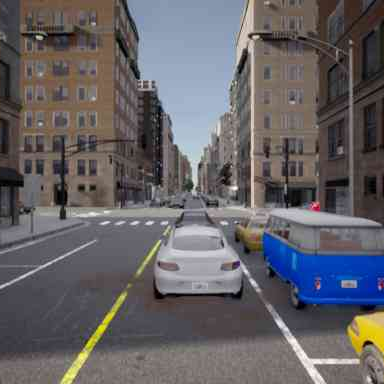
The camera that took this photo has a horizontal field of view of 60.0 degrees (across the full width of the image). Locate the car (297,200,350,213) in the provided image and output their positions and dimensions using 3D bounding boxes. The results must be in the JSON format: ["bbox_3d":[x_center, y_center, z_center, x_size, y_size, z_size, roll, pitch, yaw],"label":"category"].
[{"bbox_3d":[15.297,1.696,38.866,5.357,1.411,2.033,0,-1,0],"label":"car"}]

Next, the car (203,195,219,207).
[{"bbox_3d":[3.117,1.549,50.875,1.947,1.339,4.313,1,0,1],"label":"car"}]

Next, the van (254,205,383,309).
[{"bbox_3d":[2.696,1.339,7.539,1.690,1.788,3.998,1,0,0],"label":"van"}]

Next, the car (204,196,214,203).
[{"bbox_3d":[3.370,1.519,67.465,1.887,1.381,4.507,1,0,1],"label":"car"}]

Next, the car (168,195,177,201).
[{"bbox_3d":[-4.903,1.491,84.004,1.752,1.417,4.829,1,0,1],"label":"car"}]

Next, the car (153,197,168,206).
[{"bbox_3d":[-5.324,1.547,56.530,1.947,1.339,4.313,1,0,1],"label":"car"}]

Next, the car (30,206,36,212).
[{"bbox_3d":[-17.878,1.356,32.469,4.892,1.490,1.837,0,-1,0],"label":"car"}]

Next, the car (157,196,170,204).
[{"bbox_3d":[-5.239,1.529,62.059,2.008,1.369,4.403,1,0,1],"label":"car"}]

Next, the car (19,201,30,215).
[{"bbox_3d":[-17.213,1.351,29.220,4.674,1.442,1.812,0,-1,2],"label":"car"}]

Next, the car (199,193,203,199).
[{"bbox_3d":[3.708,1.511,89.586,2.008,1.369,4.403,1,0,1],"label":"car"}]

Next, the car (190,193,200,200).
[{"bbox_3d":[1.068,1.484,91.925,1.812,1.442,4.674,0,0,1],"label":"car"}]

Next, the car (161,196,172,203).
[{"bbox_3d":[-5.154,1.520,67.587,1.887,1.381,4.507,1,0,1],"label":"car"}]

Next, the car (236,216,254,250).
[{"bbox_3d":[2.709,1.522,13.382,1.752,1.417,4.829,1,0,0],"label":"car"}]

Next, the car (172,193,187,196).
[{"bbox_3d":[-2.534,1.473,58.026,2.128,1.511,4.902,0,0,1],"label":"car"}]

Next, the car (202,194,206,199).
[{"bbox_3d":[3.201,1.525,56.405,1.887,1.381,4.507,1,0,1],"label":"car"}]

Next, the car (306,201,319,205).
[{"bbox_3d":[15.644,1.341,35.617,5.566,2.045,2.150,0,-1,1],"label":"car"}]

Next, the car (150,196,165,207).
[{"bbox_3d":[-5.408,1.566,51.001,1.802,1.307,4.206,1,0,1],"label":"car"}]

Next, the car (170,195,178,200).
[{"bbox_3d":[-4.817,1.527,89.702,1.947,1.339,4.313,1,0,1],"label":"car"}]

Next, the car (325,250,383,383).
[{"bbox_3d":[2.681,1.525,2.036,1.752,1.417,4.829,1,0,0],"label":"car"}]

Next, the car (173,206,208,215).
[{"bbox_3d":[0.130,1.560,15.727,1.994,1.385,4.181,0,0,0],"label":"car"}]

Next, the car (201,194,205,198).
[{"bbox_3d":[3.286,1.528,61.935,2.008,1.369,4.403,1,0,1],"label":"car"}]

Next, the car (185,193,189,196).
[{"bbox_3d":[-2.247,1.451,71.334,1.882,1.535,5.008,0,0,1],"label":"car"}]

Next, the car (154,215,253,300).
[{"bbox_3d":[0.099,1.524,8.295,1.812,1.442,4.674,0,0,-1],"label":"car"}]

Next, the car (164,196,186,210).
[{"bbox_3d":[-2.196,1.552,43.450,1.994,1.385,4.181,0,0,-8],"label":"car"}]
